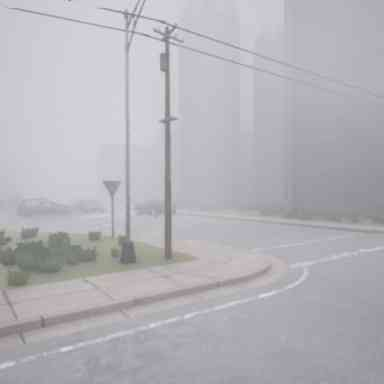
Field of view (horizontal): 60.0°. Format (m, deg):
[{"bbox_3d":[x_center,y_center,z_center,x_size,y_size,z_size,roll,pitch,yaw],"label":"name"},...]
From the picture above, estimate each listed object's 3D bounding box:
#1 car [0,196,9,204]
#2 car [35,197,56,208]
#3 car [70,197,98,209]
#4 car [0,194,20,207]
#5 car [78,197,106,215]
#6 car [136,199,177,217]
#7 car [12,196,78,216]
[{"bbox_3d":[-35.687,1.426,60.140,4.193,1.474,1.816,-1,0,-36],"label":"car"},{"bbox_3d":[-21.189,1.457,48.037,1.837,1.490,4.892,-1,0,-36],"label":"car"},{"bbox_3d":[-14.856,1.419,45.468,2.033,1.411,5.357,-1,0,-36],"label":"car"},{"bbox_3d":[-27.337,1.236,49.539,3.866,1.878,1.905,-1,0,-36],"label":"car"},{"bbox_3d":[-10.370,1.452,33.060,2.033,1.411,5.357,-1,0,-36],"label":"car"},{"bbox_3d":[-3.290,1.359,29.620,1.882,1.535,5.008,-1,1,-36],"label":"car"},{"bbox_3d":[-13.170,1.415,29.912,4.611,1.667,2.242,-1,0,-36],"label":"car"}]
